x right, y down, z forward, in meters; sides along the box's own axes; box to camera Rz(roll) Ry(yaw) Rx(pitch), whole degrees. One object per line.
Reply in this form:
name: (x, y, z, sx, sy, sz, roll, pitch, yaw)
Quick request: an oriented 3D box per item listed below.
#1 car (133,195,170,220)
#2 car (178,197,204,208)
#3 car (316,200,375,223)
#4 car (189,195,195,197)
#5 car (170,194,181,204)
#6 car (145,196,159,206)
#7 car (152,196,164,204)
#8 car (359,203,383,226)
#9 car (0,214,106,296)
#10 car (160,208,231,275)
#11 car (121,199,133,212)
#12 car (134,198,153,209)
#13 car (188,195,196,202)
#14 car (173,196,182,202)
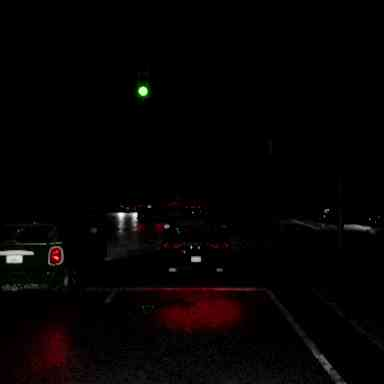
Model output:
car: (-3.403, 1.275, 29.184, 2.150, 2.045, 5.566, 0, 0, 0)
car: (0.096, 1.549, 31.045, 2.128, 1.511, 4.902, 0, 0, 0)
car: (11.943, 1.400, 25.415, 4.553, 1.767, 2.097, 0, 0, 3)
car: (-0.008, 1.477, 69.393, 2.097, 1.767, 4.553, 0, 0, 0)
car: (-3.508, 1.347, 69.070, 2.150, 2.045, 5.566, 0, 0, 0)
car: (-7.007, 1.586, 58.804, 1.882, 1.535, 5.008, 0, 0, 0)
car: (-7.008, 1.588, 68.829, 1.882, 1.535, 5.008, 0, 0, 0)
car: (13.704, 1.605, 21.808, 4.181, 1.385, 1.994, 0, 0, 3)
car: (-3.673, 1.368, 8.769, 2.097, 1.767, 4.553, 0, 0, -3)
car: (0.100, 1.497, 10.613, 1.882, 1.535, 5.008, 0, 0, 0)
car: (-7.090, 1.577, 39.215, 1.837, 1.490, 4.892, 0, 0, 0)
car: (-7.037, 1.638, 48.995, 2.033, 1.411, 5.357, 0, 0, 0)
car: (-0.010, 1.554, 79.459, 1.812, 1.442, 4.674, 0, 0, 0)
car: (-3.510, 1.625, 79.488, 1.895, 1.301, 4.718, 0, 0, 0)
